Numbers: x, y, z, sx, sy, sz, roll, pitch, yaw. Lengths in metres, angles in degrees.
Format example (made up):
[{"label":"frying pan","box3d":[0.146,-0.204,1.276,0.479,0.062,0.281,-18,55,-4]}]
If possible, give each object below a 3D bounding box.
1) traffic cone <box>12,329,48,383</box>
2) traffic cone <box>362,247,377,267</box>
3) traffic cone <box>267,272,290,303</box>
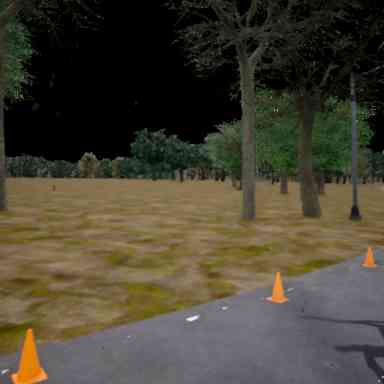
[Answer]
[{"label":"traffic cone","box3d":[-1.986,1.980,4.074,0.340,0.580,0.340,0,0,-36]},{"label":"traffic cone","box3d":[5.477,1.979,10.256,0.340,0.580,0.340,0,0,-43]},{"label":"traffic cone","box3d":[1.833,1.988,7.059,0.340,0.580,0.340,0,0,-40]}]
